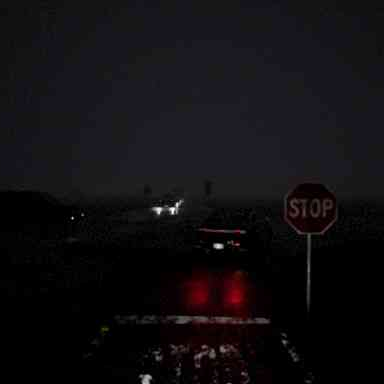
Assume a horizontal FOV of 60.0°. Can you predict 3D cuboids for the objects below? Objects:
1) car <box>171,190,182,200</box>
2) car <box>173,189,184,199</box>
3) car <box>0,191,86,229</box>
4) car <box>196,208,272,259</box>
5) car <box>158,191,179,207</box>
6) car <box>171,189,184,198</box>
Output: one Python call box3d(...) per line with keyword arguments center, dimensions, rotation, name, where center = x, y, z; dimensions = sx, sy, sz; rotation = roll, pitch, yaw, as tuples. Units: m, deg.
box3d(center=(-2.904, 0.851, 49.909), dimensions=(1.812, 1.442, 4.674), rotation=(0, 1, 0), name="car")
box3d(center=(-2.884, 0.289, 70.323), dimensions=(2.150, 2.045, 5.566), rotation=(0, 1, 0), name="car")
box3d(center=(-8.957, 0.948, 18.850), dimensions=(5.566, 2.045, 2.150), rotation=(0, 1, 0), name="car")
box3d(center=(1.666, 1.327, 11.978), dimensions=(2.128, 1.511, 4.902), rotation=(0, 1, 21), name="car")
box3d(center=(-2.904, 0.934, 39.947), dimensions=(1.882, 1.535, 5.008), rotation=(0, 1, 0), name="car")
box3d(center=(-2.875, 0.416, 59.834), dimensions=(2.150, 2.045, 5.566), rotation=(0, 1, 0), name="car")
